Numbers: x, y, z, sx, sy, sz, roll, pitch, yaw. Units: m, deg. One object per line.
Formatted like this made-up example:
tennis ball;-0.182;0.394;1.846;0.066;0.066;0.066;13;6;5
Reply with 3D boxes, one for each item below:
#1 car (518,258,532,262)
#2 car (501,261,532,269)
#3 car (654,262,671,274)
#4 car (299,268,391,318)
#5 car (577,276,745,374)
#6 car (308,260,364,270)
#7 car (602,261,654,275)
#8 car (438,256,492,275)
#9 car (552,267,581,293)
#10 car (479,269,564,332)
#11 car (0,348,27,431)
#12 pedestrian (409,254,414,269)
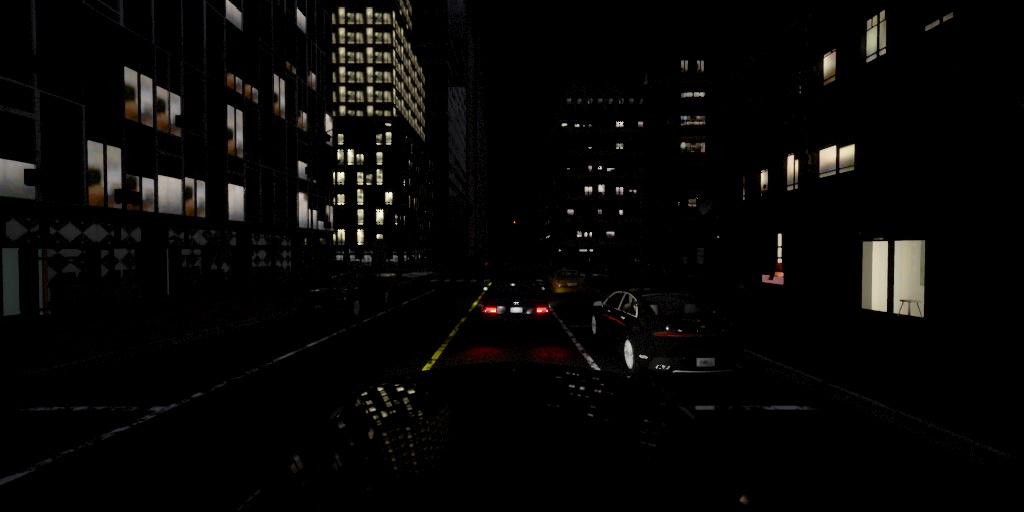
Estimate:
car;2.541;1.288;62.263;2.007;1.370;4.403;0;0;0
car;0.045;1.249;21.223;1.837;1.490;4.892;0;0;0
car;16.210;1.372;41.826;4.403;1.370;2.007;0;0;1
car;-5.850;1.292;13.046;1.888;1.381;4.507;0;0;0
car;2.804;1.299;7.365;2.007;1.370;4.403;0;0;0
car;-17.667;1.108;36.421;5.008;1.535;1.882;0;1;-1
car;12.416;1.310;39.300;5.008;1.535;1.882;0;1;1
car;-5.288;0.961;39.497;5.566;2.045;2.150;0;0;1
car;2.776;1.271;18.824;1.751;1.417;4.829;0;0;0
car;0.079;1.295;10.801;2.033;1.411;5.357;0;0;0
car;-5.796;1.300;1.757;2.007;1.370;4.403;0;0;0
pedestrian;-12.655;0.669;45.089;0.375;1.860;0.375;0;0;1
